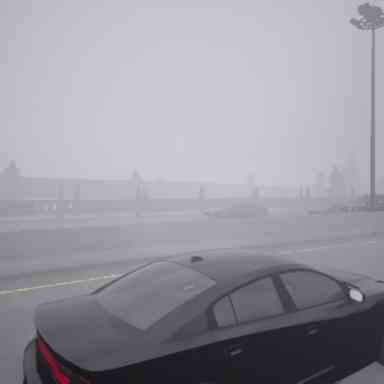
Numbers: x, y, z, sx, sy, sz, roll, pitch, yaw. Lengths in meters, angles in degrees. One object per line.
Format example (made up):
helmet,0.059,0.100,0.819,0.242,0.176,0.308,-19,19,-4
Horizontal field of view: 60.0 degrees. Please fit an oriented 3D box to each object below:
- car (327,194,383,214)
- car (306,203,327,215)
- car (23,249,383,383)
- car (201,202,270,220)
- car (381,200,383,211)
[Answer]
car,12.083,1.130,22.023,5.566,2.045,2.150,0,0,-22
car,10.707,1.472,25.164,4.181,1.385,1.994,0,0,-22
car,0.743,1.459,4.073,5.008,1.535,1.882,0,0,-33
car,3.455,1.468,25.862,5.357,1.411,2.033,0,0,-26
car,10.118,1.280,13.265,4.553,1.767,2.097,0,0,-26
